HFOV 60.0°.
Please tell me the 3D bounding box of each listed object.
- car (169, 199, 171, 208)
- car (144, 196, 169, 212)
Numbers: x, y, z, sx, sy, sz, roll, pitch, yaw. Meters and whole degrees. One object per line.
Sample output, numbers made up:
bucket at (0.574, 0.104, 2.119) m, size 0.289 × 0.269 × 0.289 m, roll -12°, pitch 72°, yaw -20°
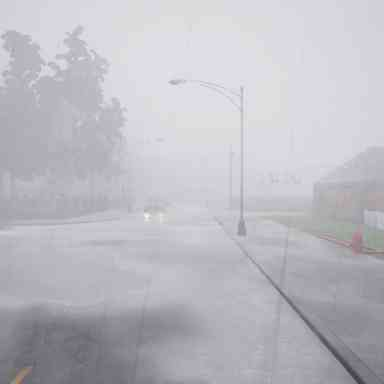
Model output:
car at (-4.175, 1.352, 48.151) m, size 2.097 × 1.767 × 4.553 m, roll 0°, pitch 0°, yaw 0°
car at (-4.175, 1.352, 37.899) m, size 2.097 × 1.767 × 4.553 m, roll 0°, pitch 0°, yaw 0°
